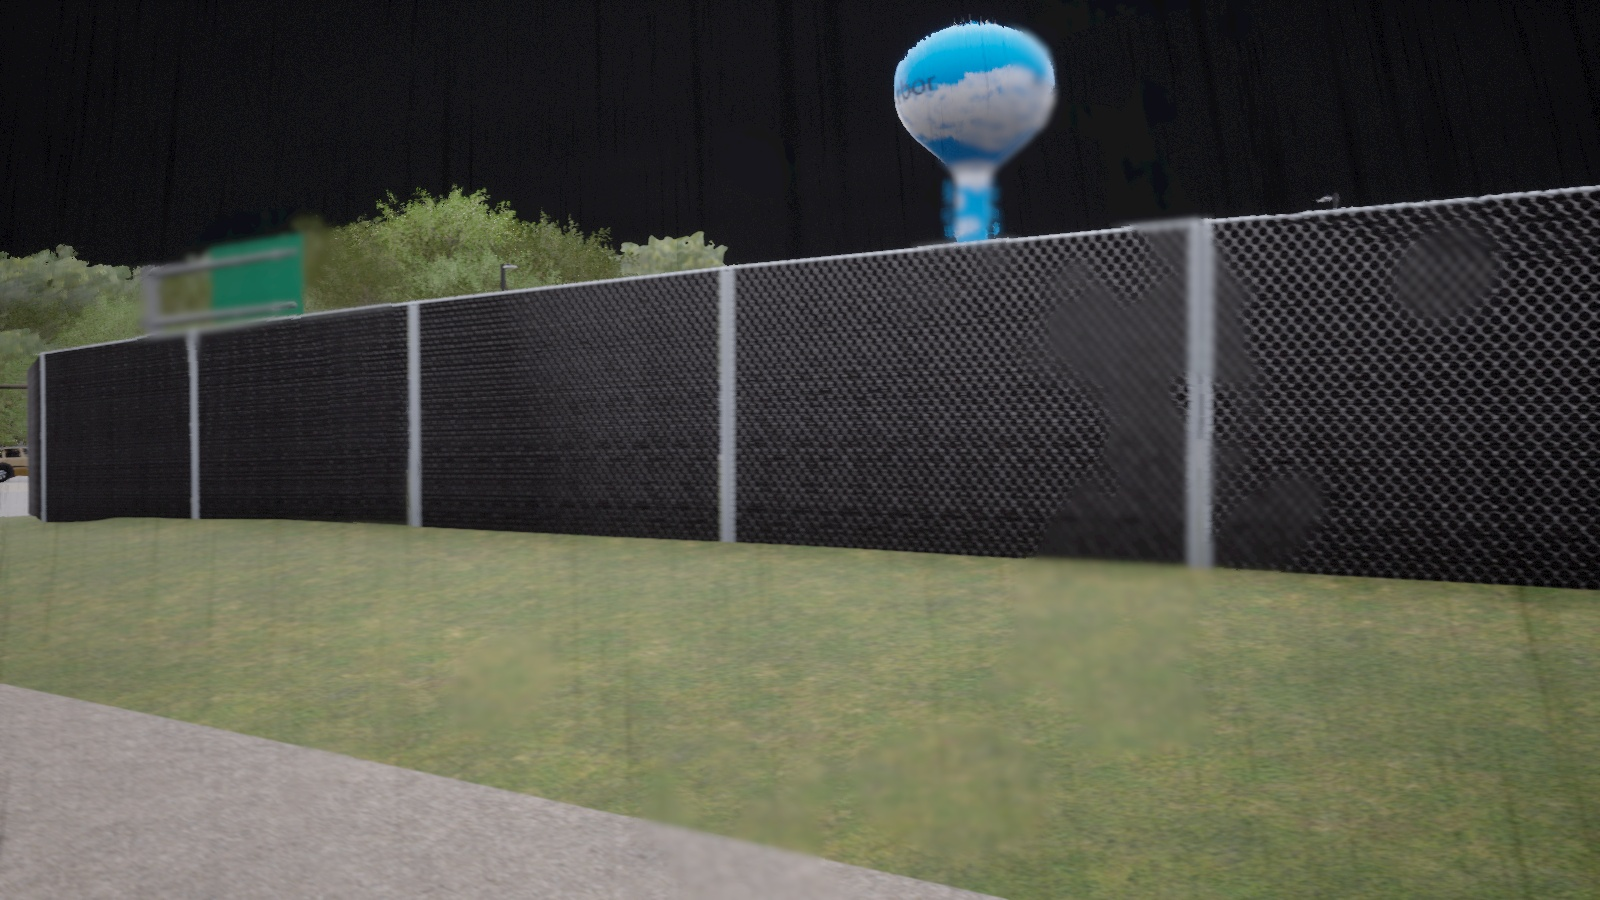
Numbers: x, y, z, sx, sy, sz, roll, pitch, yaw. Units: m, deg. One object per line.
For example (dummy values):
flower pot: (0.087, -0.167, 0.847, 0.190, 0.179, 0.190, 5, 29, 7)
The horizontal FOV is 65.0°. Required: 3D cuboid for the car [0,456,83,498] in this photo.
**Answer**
car: (-39.055, 1.364, 63.272, 1.932, 1.855, 4.605, -1, 2, 33)
